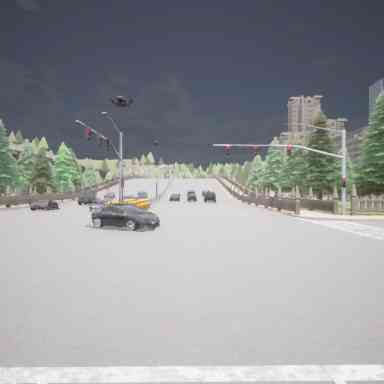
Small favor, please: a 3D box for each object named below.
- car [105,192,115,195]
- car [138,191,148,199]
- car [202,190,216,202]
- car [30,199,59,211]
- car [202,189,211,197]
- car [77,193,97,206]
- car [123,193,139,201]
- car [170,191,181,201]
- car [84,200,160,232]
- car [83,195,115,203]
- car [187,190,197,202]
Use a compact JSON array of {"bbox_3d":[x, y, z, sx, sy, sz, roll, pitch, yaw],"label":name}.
[{"bbox_3d":[-17.622,0.691,71.529,1.812,1.442,4.674,0,4,0],"label":"car"},{"bbox_3d":[-10.615,0.642,70.192,2.097,1.767,4.553,0,3,0],"label":"car"},{"bbox_3d":[3.507,0.866,65.506,2.150,2.045,5.566,0,3,0],"label":"car"},{"bbox_3d":[-17.598,1.564,39.798,1.994,1.385,4.181,0,0,0],"label":"car"},{"bbox_3d":[3.343,0.217,77.988,1.812,1.442,4.674,0,7,0],"label":"car"},{"bbox_3d":[-17.616,1.179,56.426,2.150,2.045,5.566,0,1,0],"label":"car"},{"bbox_3d":[-10.618,1.335,54.734,2.097,1.767,4.553,0,1,0],"label":"car"},{"bbox_3d":[-3.509,1.035,68.504,1.994,1.385,4.181,0,4,0],"label":"car"},{"bbox_3d":[-4.151,1.505,20.281,4.892,1.490,1.837,0,2,36],"label":"car"},{"bbox_3d":[-10.597,1.491,38.812,2.128,1.511,4.902,0,0,0],"label":"car"},{"bbox_3d":[0.001,1.059,67.154,1.837,1.490,4.892,0,3,0],"label":"car"}]
